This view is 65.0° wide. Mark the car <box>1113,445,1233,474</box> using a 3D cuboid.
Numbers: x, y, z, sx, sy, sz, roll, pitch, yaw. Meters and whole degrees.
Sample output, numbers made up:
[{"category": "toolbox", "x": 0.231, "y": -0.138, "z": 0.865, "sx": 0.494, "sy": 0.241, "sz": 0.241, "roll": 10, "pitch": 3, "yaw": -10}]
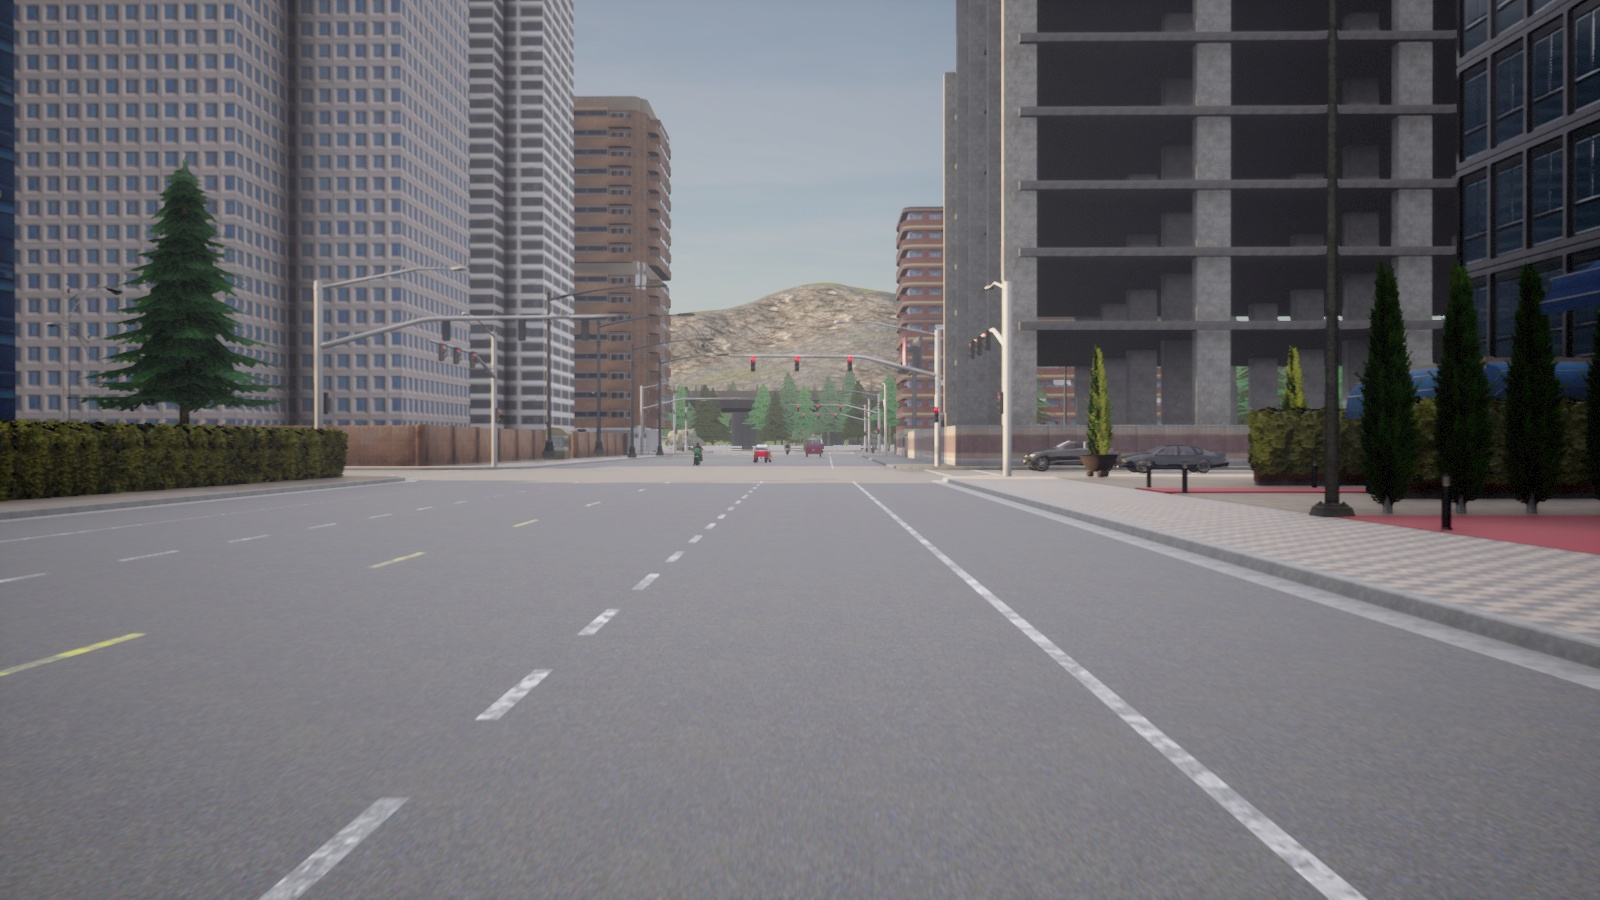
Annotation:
[{"category": "car", "x": 18.406, "y": 0.459, "z": 62.113, "sx": 5.357, "sy": 1.411, "sz": 2.033, "roll": 0, "pitch": 0, "yaw": 1}]

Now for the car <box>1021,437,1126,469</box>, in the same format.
[{"category": "car", "x": 14.257, "y": 0.167, "z": 65.662, "sx": 5.027, "sy": 1.651, "sz": 2.152, "roll": 0, "pitch": 0, "yaw": 1}]

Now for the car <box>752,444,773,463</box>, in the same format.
[{"category": "car", "x": -2.869, "y": 0.262, "z": 95.284, "sx": 1.481, "sy": 1.376, "sz": 2.207, "roll": 0, "pitch": 1, "yaw": 1}]
